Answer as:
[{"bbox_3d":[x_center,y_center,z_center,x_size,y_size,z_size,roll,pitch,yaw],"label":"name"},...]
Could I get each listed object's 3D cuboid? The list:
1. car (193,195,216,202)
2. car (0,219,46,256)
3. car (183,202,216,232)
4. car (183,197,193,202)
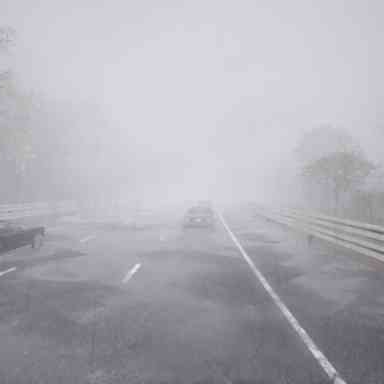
[{"bbox_3d":[1.678,1.509,42.974,2.128,1.511,4.902,0,0,4],"label":"car"},{"bbox_3d":[-6.871,1.571,11.345,1.895,1.301,4.718,0,0,2],"label":"car"},{"bbox_3d":[0.441,1.551,20.053,2.033,1.411,5.357,0,0,2],"label":"car"},{"bbox_3d":[-0.424,1.624,60.638,1.895,1.301,4.718,0,0,5],"label":"car"}]
